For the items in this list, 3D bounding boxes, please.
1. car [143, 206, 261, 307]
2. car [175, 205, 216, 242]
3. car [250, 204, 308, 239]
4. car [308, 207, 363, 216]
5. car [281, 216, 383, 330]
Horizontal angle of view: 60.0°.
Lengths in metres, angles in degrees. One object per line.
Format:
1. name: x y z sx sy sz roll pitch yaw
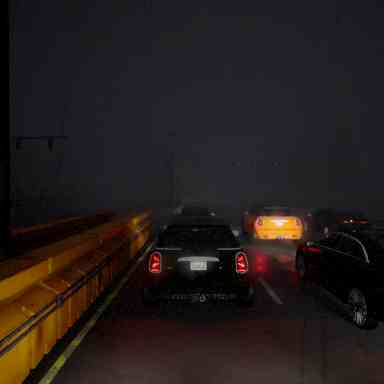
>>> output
1. car: 0.125 1.352 8.112 2.097 1.767 4.553 0 0 0
2. car: 0.158 1.505 17.288 1.837 1.490 4.892 0 0 0
3. car: 3.655 1.352 15.983 2.097 1.767 4.553 0 0 0
4. car: 7.157 1.505 16.852 1.837 1.490 4.892 0 0 0
5. car: 3.621 1.492 6.872 2.128 1.511 4.902 0 0 0
